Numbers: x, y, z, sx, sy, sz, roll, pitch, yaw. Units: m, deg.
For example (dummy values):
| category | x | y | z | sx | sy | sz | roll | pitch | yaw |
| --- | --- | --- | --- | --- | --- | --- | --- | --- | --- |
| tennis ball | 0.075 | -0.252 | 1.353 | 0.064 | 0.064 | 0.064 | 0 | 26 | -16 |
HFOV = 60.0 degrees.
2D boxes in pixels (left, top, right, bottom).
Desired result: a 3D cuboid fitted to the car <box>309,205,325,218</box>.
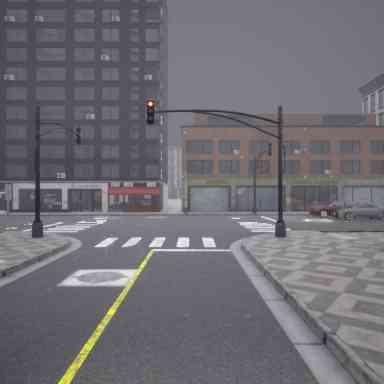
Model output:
| category | x | y | z | sx | sy | sz | roll | pitch | yaw |
| --- | --- | --- | --- | --- | --- | --- | --- | --- | --- |
| car | 13.143 | 1.491 | 29.906 | 5.008 | 1.535 | 1.882 | 0 | 0 | 1 |

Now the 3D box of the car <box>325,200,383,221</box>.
| category | x | y | z | sx | sy | sz | roll | pitch | yaw |
| --- | --- | --- | --- | --- | --- | --- | --- | --- | --- |
| car | 13.399 | 1.550 | 26.653 | 4.181 | 1.385 | 1.994 | 0 | 0 | 0 |
